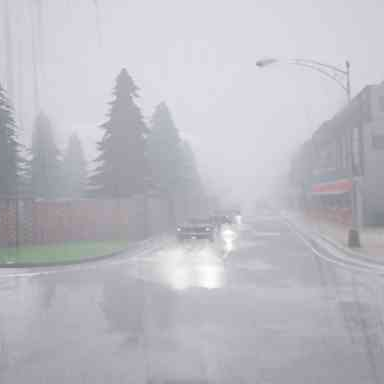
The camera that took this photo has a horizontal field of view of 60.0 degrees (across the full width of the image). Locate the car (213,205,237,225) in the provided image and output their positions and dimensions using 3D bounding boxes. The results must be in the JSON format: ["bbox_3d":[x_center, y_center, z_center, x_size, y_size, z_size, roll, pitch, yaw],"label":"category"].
[{"bbox_3d":[2.537,2.093,28.631,1.895,1.301,4.718,-2,-1,11],"label":"car"}]

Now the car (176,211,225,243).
[{"bbox_3d":[0.479,1.951,18.356,1.895,1.301,4.718,-2,-1,11],"label":"car"}]

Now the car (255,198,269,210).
[{"bbox_3d":[12.362,2.039,58.953,2.150,2.045,5.566,-2,-1,11],"label":"car"}]

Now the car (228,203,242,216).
[{"bbox_3d":[5.259,2.183,42.163,1.837,1.490,4.892,-2,-1,11],"label":"car"}]
